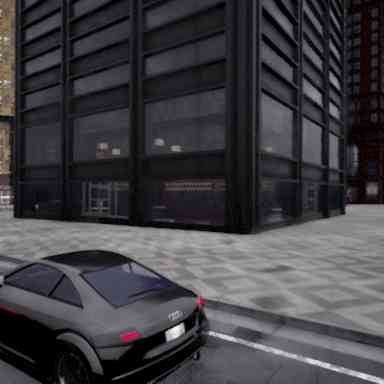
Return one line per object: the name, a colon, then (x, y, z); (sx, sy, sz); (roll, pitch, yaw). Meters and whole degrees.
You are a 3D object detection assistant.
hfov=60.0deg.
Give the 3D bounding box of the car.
car: (-1.821, 1.594, 4.985); (4.181, 1.385, 1.994); (0, 0, 35)
